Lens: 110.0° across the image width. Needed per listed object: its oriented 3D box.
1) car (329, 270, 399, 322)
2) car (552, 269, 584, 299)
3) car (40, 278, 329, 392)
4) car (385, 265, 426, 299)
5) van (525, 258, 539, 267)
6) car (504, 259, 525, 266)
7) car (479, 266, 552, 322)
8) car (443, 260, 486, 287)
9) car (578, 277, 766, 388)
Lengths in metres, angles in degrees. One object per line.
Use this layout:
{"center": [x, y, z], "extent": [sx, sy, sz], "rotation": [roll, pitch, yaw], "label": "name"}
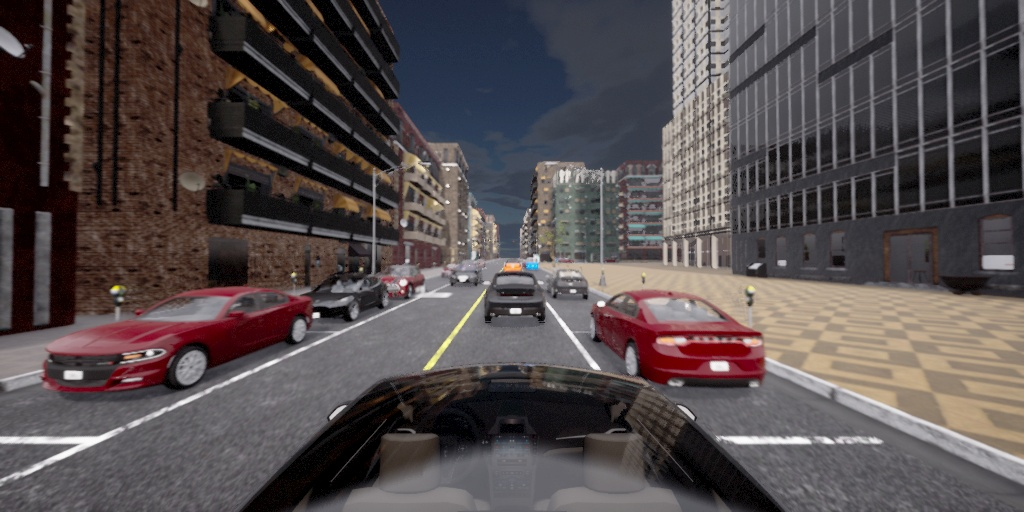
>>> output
{"center": [-5.688, 1.328, 12.462], "extent": [1.948, 1.339, 4.313], "rotation": [0, 0, 0], "label": "car"}
{"center": [2.693, 1.319, 18.030], "extent": [2.007, 1.370, 4.403], "rotation": [0, 0, 0], "label": "car"}
{"center": [-5.689, 1.301, 6.892], "extent": [1.888, 1.381, 4.507], "rotation": [0, 0, 0], "label": "car"}
{"center": [-5.688, 1.208, 18.032], "extent": [1.967, 1.591, 4.097], "rotation": [0, 0, 0], "label": "car"}
{"center": [2.723, 1.147, 49.267], "extent": [1.690, 1.789, 3.998], "rotation": [0, 0, 0], "label": "van"}
{"center": [0.102, 1.149, 41.798], "extent": [2.097, 1.767, 4.553], "rotation": [0, 0, 0], "label": "car"}
{"center": [0.068, 1.266, 12.244], "extent": [1.837, 1.490, 4.892], "rotation": [0, 0, -1], "label": "car"}
{"center": [-3.090, 1.268, 24.980], "extent": [2.128, 1.511, 4.902], "rotation": [0, 0, 0], "label": "car"}
{"center": [2.692, 1.301, 6.891], "extent": [1.888, 1.381, 4.507], "rotation": [0, 0, 0], "label": "car"}
